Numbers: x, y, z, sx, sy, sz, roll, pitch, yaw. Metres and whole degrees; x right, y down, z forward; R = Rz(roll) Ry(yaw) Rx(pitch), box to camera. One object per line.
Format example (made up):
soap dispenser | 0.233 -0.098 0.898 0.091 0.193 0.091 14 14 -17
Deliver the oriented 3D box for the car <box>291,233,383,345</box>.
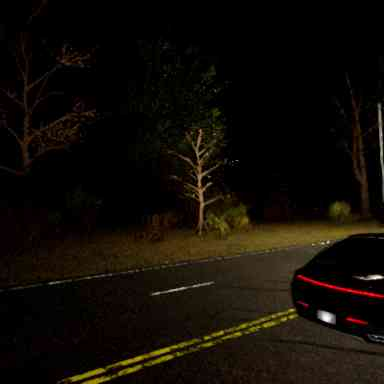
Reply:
car | 3.879 1.517 6.098 4.892 1.490 1.837 0 0 -35
